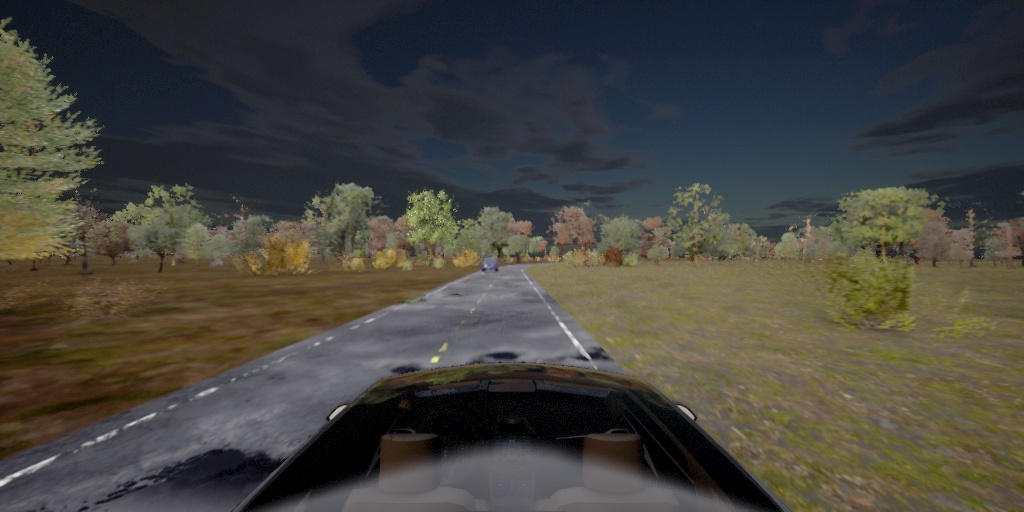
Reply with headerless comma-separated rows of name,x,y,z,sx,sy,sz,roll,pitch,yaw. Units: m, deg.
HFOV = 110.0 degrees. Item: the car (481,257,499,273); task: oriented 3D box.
car,-3.043,1.220,50.306,2.150,2.045,5.566,0,0,1
